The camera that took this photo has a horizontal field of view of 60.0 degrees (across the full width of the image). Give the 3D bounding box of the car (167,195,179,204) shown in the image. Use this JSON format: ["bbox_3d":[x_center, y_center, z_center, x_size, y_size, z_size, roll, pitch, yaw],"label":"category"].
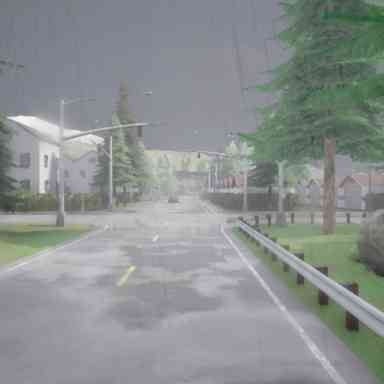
[{"bbox_3d":[-3.500,1.278,62.997,2.097,1.767,4.553,0,0,0],"label":"car"}]
